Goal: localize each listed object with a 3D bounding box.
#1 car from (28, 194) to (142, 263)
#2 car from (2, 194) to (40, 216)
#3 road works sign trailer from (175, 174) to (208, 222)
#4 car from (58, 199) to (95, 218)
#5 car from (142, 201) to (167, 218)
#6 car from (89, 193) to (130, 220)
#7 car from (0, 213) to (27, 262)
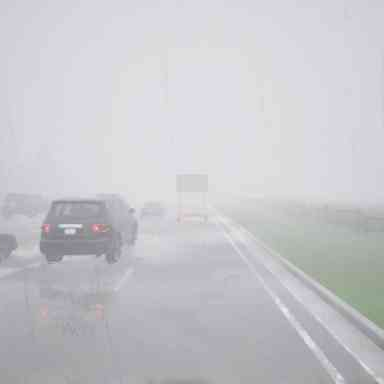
[{"bbox_3d":[-3.397,1.191,11.975,2.150,2.045,5.566,0,0,0],"label":"car"},{"bbox_3d":[-13.896,1.149,28.496,2.150,2.045,5.566,0,0,0],"label":"car"},{"bbox_3d":[0.003,0.400,25.286,2.380,3.560,2.880,0,0,0],"label":"road works sign trailer"},{"bbox_3d":[-10.395,1.449,30.315,1.812,1.442,4.674,0,0,0],"label":"car"},{"bbox_3d":[-3.396,1.488,29.821,1.994,1.385,4.181,0,0,0],"label":"car"},{"bbox_3d":[-6.894,1.149,28.544,2.150,2.045,5.566,0,0,0],"label":"car"},{"bbox_3d":[-6.896,1.524,9.006,2.033,1.411,5.357,0,0,0],"label":"car"}]
